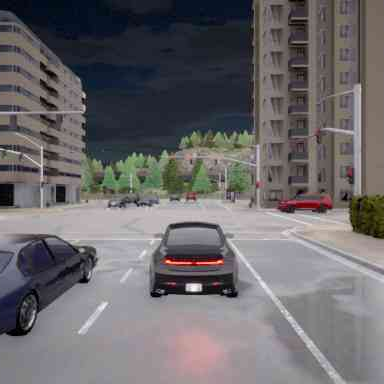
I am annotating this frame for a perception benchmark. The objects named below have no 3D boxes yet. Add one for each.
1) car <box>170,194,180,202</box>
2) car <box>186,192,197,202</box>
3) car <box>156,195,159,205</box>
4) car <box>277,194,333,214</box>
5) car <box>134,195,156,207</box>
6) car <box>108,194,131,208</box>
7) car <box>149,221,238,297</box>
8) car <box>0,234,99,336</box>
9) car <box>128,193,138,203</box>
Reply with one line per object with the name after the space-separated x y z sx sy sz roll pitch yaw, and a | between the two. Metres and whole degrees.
-3.634 1.193 72.985 2.097 1.767 4.553 0 0 0 | car
-0.134 1.063 73.052 2.150 2.045 5.566 0 0 0 | car
-7.175 1.351 60.313 2.097 1.767 4.553 0 0 0 | car
11.728 1.221 34.710 5.566 2.045 2.150 0 0 0 | car
-7.167 1.564 50.946 1.994 1.385 4.181 0 0 0 | car
-10.671 1.491 47.589 2.128 1.511 4.902 0 0 0 | car
0.048 1.505 8.528 1.837 1.490 4.892 0 0 0 | car
-3.462 1.547 6.598 2.033 1.411 5.357 0 0 0 | car
-10.673 1.223 59.182 2.150 2.045 5.566 0 0 0 | car
